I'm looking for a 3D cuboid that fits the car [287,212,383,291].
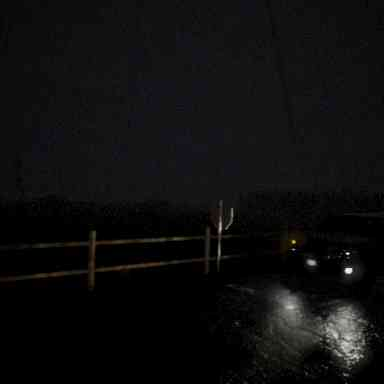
[{"bbox_3d":[5.472,1.697,10.764,5.566,2.045,2.150,3,-2,-37],"label":"car"}]
